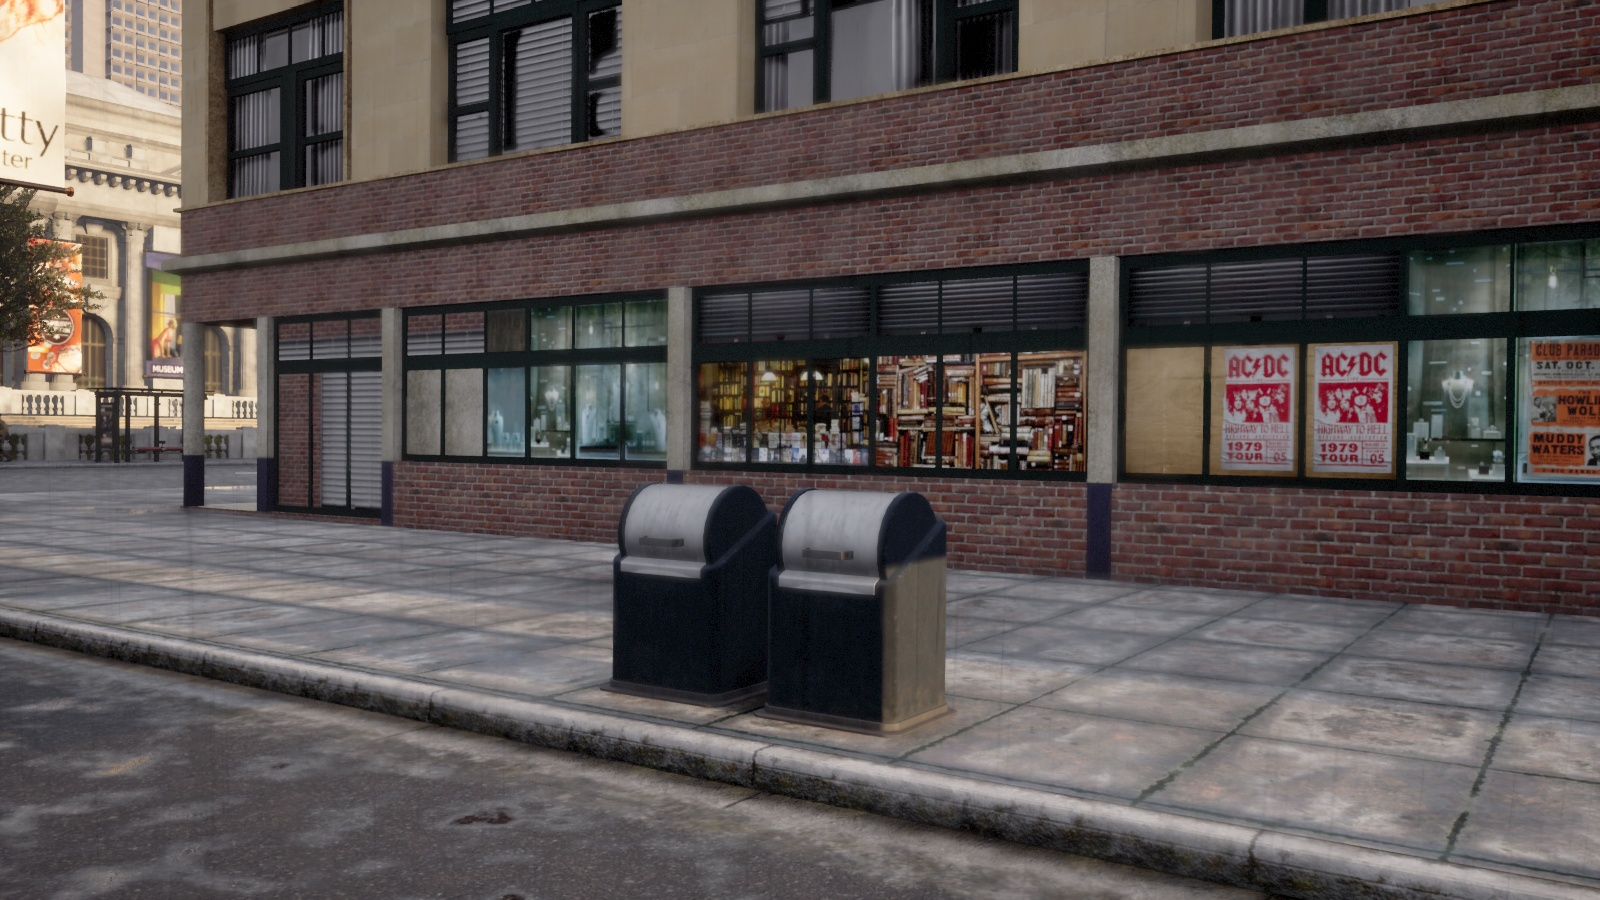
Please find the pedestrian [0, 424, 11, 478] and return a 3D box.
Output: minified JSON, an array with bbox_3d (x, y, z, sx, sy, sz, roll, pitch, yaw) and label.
[{"bbox_3d":[-28.533,0.037,44.624,0.396,1.930,0.692,0,1,26],"label":"pedestrian"}]
